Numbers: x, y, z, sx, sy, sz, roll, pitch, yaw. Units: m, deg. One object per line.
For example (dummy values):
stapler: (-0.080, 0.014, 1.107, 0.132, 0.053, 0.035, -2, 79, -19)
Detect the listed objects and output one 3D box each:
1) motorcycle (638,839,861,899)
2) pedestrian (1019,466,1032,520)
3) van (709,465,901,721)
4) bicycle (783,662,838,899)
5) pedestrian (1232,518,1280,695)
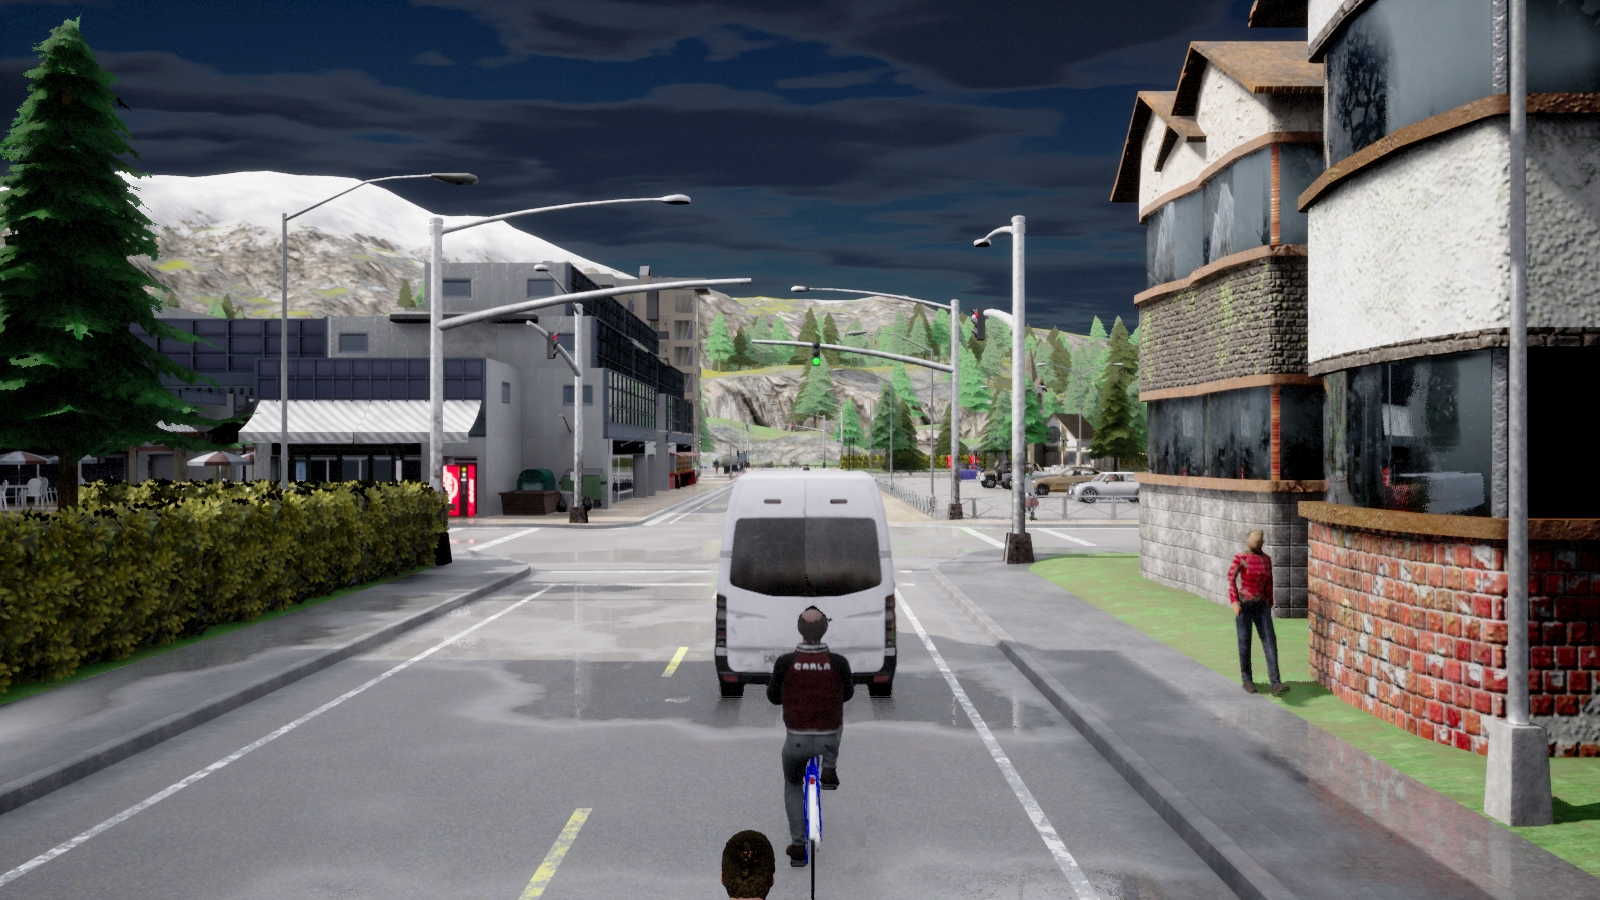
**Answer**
motorcycle: (-0.197, 2.193, 3.730, 0.803, 1.145, 2.033, 0, 0, 2)
pedestrian: (7.835, 1.500, 39.670, 0.375, 1.860, 0.375, 0, 0, 1)
van: (0.072, 1.516, 14.782, 1.988, 2.561, 5.915, 0, 0, 0)
bicycle: (0.065, 2.191, 7.726, 0.329, 1.171, 1.835, 0, 0, 0)
pedestrian: (4.919, 1.677, 12.334, 0.375, 1.860, 0.375, 0, 0, 0)
